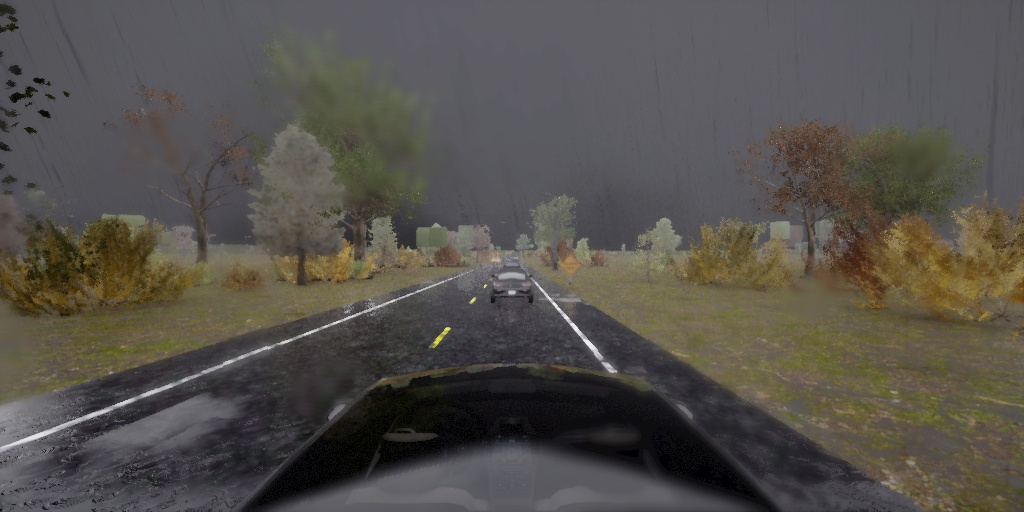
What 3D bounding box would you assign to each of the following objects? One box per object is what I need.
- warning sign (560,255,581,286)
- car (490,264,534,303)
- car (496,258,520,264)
[{"bbox_3d":[3.550,0.854,22.007,1.300,1.860,1.060,0,0,0],"label":"warning sign"},{"bbox_3d":[0.000,1.276,16.503,1.812,1.442,4.674,0,0,0],"label":"car"},{"bbox_3d":[0.001,1.224,31.504,2.128,1.511,4.902,0,0,0],"label":"car"}]
